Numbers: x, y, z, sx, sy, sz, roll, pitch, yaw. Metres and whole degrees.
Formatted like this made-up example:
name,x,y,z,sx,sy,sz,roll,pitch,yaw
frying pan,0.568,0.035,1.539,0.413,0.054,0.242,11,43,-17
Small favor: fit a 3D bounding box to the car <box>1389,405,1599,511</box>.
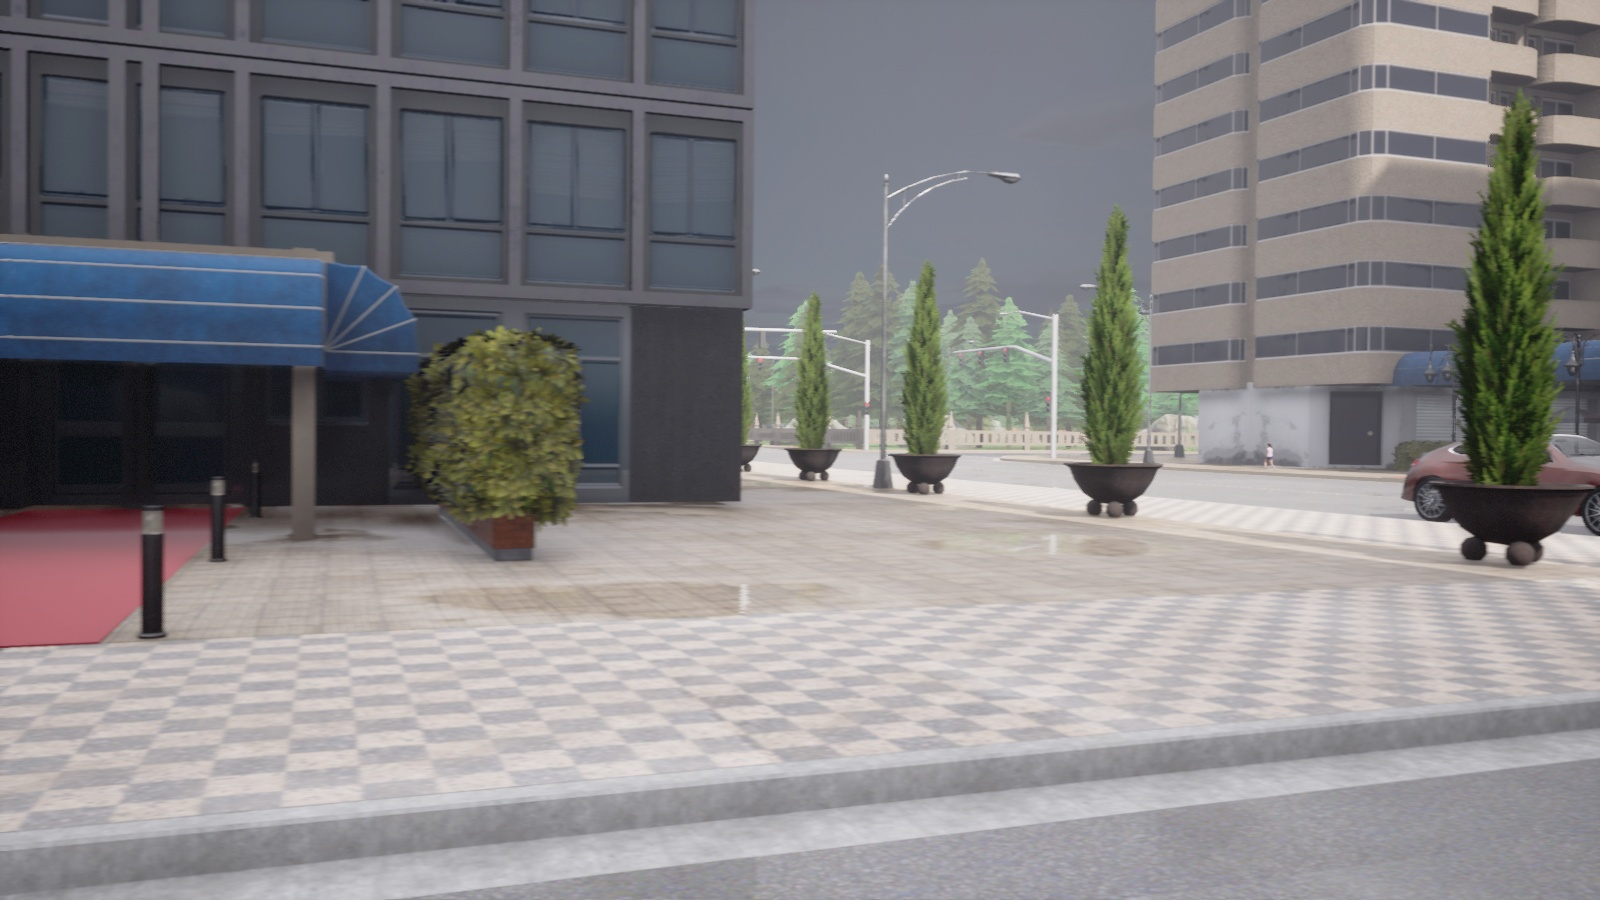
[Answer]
name,x,y,z,sx,sy,sz,roll,pitch,yaw
car,12.915,0.087,21.521,2.152,1.651,5.027,-1,1,-20
